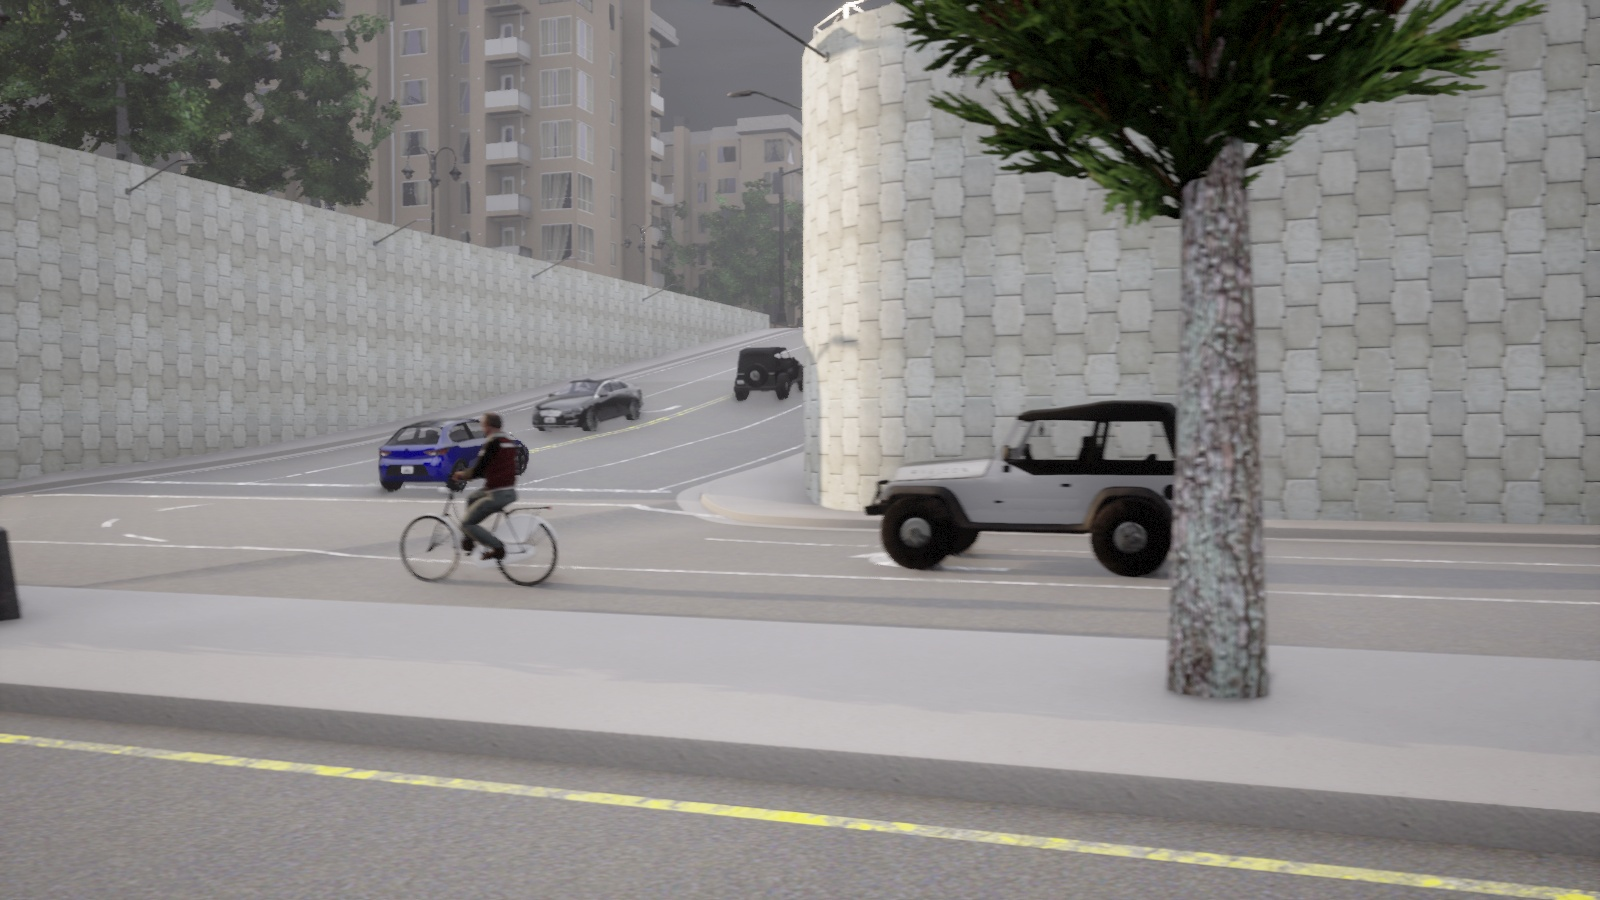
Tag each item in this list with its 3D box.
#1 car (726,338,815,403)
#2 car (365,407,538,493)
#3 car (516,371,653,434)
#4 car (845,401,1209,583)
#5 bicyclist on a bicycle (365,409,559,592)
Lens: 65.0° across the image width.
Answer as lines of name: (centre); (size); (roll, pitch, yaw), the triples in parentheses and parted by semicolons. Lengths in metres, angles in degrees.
car: (-1.013, -2.949, 46.035); (1.905, 1.878, 3.866); (1, 11, 20)
car: (-7.570, -0.065, 27.726); (1.816, 1.474, 4.193); (0, 6, 13)
car: (-6.812, -1.589, 40.280); (2.128, 1.511, 4.902); (1, 8, 20)
car: (2.645, 0.401, 14.433); (3.866, 1.878, 1.905); (1, 1, 19)
bicyclist on a bicycle: (-3.445, 0.479, 12.790); (1.843, 1.776, 0.659); (1, 1, 19)
